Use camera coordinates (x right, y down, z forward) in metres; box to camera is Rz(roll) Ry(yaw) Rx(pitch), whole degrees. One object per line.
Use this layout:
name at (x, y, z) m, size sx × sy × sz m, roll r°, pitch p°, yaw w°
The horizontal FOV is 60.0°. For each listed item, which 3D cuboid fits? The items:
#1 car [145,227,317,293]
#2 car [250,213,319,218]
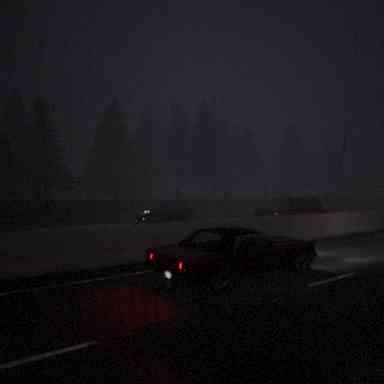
car at (1.256, 1.613, 8.935) m, size 4.718 × 1.301 × 1.895 m, roll 0°, pitch 0°, yaw -35°
car at (6.206, 1.259, 21.155) m, size 5.566 × 2.045 × 2.150 m, roll 1°, pitch 0°, yaw -35°
